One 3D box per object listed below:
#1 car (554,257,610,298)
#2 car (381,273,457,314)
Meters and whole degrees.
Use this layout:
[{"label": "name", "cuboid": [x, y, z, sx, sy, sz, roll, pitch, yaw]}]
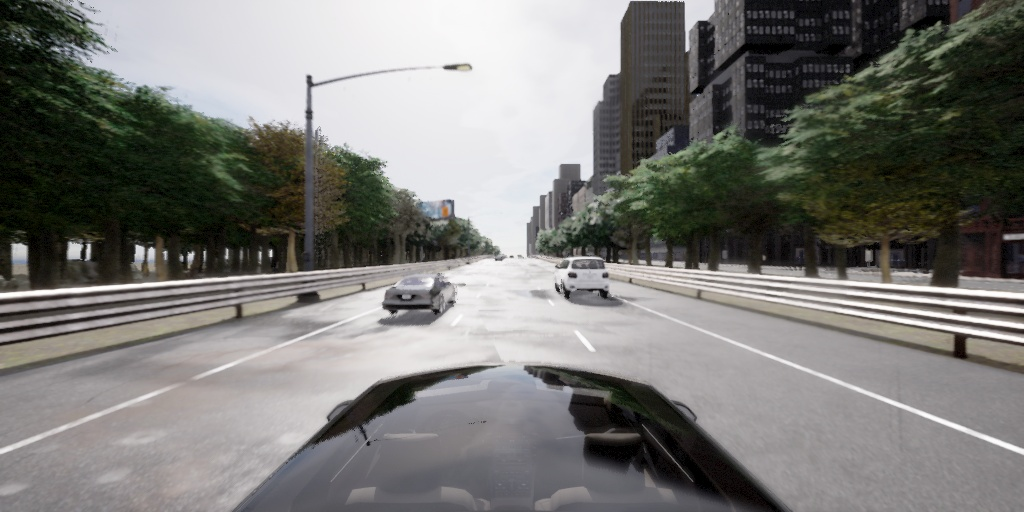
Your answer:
[{"label": "car", "cuboid": [3.589, 1.061, 19.201, 2.150, 2.045, 5.566, 0, 0, 0]}, {"label": "car", "cuboid": [-3.410, 1.372, 14.103, 2.033, 1.411, 5.357, 0, 0, 0]}]
